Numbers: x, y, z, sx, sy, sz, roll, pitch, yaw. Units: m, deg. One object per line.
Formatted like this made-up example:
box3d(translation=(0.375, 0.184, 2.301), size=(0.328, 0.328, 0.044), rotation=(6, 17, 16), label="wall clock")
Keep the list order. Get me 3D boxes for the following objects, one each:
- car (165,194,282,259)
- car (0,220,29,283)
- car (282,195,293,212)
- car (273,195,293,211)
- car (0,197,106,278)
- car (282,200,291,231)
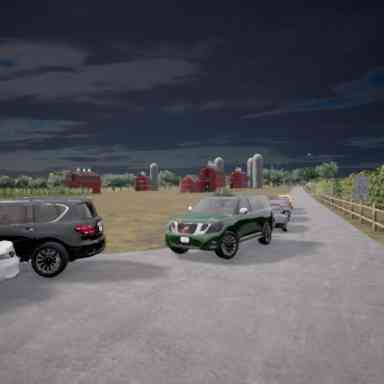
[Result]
box3d(translation=(1.316, 1.107, 12.648), size=(2.150, 2.045, 5.566), rotation=(0, 0, 34), label="car")
box3d(translation=(-6.095, 1.613, 6.669), size=(4.674, 1.442, 1.812), rotation=(-2, 2, -38), label="car")
box3d(translation=(6.299, 1.233, 24.700), size=(1.882, 1.535, 5.008), rotation=(0, 0, 18), label="car")
box3d(translation=(10.051, 1.107, 36.443), size=(1.882, 1.535, 5.008), rotation=(0, 0, 18), label="car")
box3d(translation=(-5.351, 1.226, 9.583), size=(5.566, 2.045, 2.150), rotation=(-1, 1, -4), label="car")
box3d(translation=(4.441, 1.379, 18.968), size=(1.994, 1.385, 4.181), rotation=(0, 0, 17), label="car")
